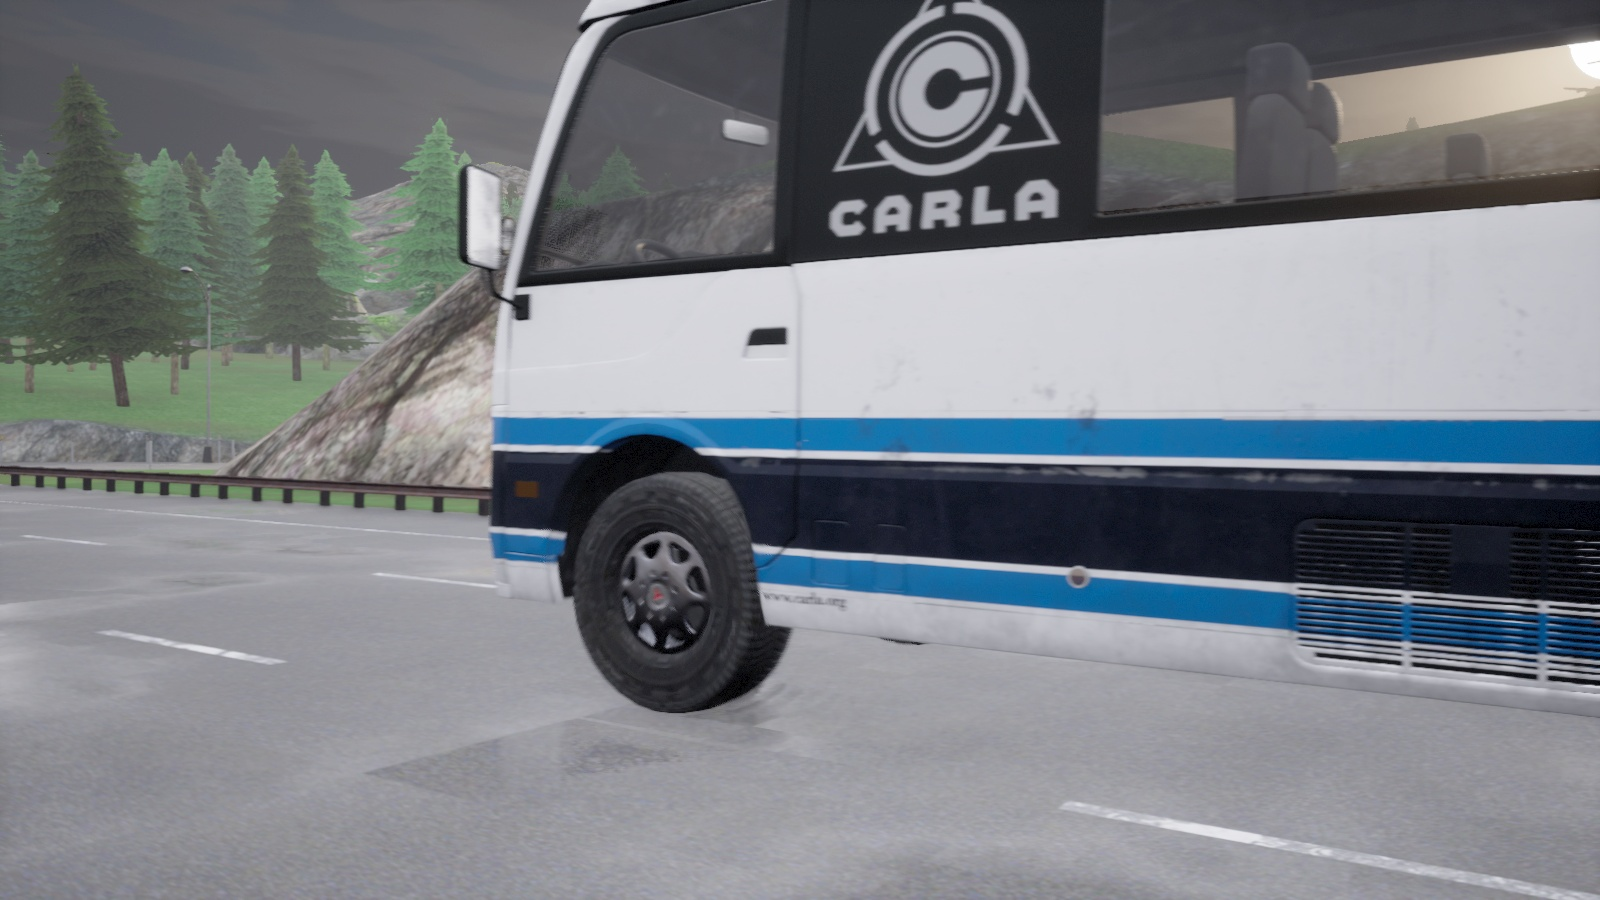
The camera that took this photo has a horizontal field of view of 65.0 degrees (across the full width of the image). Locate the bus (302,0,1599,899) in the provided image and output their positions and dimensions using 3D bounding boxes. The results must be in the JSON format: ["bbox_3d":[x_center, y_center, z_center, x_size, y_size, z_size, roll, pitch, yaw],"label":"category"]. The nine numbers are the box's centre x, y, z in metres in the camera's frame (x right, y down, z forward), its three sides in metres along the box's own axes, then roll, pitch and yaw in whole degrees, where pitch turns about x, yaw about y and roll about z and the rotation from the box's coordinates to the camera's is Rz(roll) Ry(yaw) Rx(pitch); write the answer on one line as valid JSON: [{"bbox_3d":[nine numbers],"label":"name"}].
[{"bbox_3d":[2.480,-0.752,6.150,10.273,4.253,3.944,0,1,34],"label":"bus"}]
